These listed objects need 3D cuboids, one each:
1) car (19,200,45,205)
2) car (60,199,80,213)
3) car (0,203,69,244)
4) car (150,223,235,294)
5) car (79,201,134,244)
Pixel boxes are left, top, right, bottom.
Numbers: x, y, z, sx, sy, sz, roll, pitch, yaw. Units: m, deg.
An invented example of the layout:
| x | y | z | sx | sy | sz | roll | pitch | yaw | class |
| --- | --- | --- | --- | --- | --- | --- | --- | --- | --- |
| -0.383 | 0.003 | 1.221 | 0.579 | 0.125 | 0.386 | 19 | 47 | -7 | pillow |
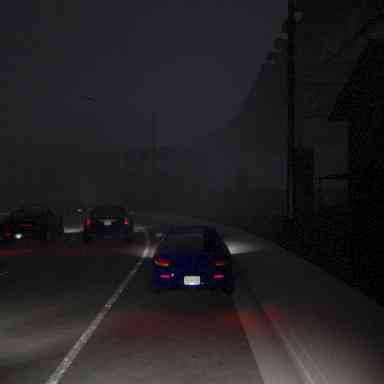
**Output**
| x | y | z | sx | sy | sz | roll | pitch | yaw | class |
| --- | --- | --- | --- | --- | --- | --- | --- | --- | --- |
| -15.134 | 1.508 | 31.673 | 1.837 | 1.490 | 4.892 | 0 | 0 | -41 | car |
| -12.489 | 1.508 | 33.964 | 1.837 | 1.490 | 4.892 | 0 | 0 | -41 | car |
| -7.417 | 1.508 | 15.805 | 1.837 | 1.490 | 4.892 | 0 | 0 | -10 | car |
| 0.003 | 1.525 | 8.650 | 1.812 | 1.442 | 4.674 | 0 | 0 | 0 | car |
| -3.920 | 1.350 | 16.143 | 2.097 | 1.767 | 4.553 | 0 | 0 | -10 | car |
